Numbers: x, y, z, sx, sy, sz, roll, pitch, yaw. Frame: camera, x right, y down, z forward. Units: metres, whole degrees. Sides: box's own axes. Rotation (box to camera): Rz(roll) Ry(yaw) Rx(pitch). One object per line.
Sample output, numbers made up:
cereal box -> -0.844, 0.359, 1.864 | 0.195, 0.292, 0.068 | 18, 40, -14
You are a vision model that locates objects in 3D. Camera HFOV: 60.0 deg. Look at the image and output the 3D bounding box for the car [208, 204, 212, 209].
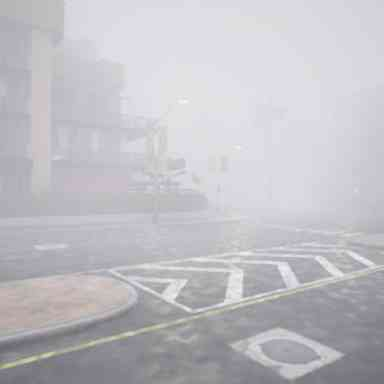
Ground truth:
car -> 0.708, 1.817, 48.807 | 2.033, 1.411, 5.357 | 1, 0, -35
